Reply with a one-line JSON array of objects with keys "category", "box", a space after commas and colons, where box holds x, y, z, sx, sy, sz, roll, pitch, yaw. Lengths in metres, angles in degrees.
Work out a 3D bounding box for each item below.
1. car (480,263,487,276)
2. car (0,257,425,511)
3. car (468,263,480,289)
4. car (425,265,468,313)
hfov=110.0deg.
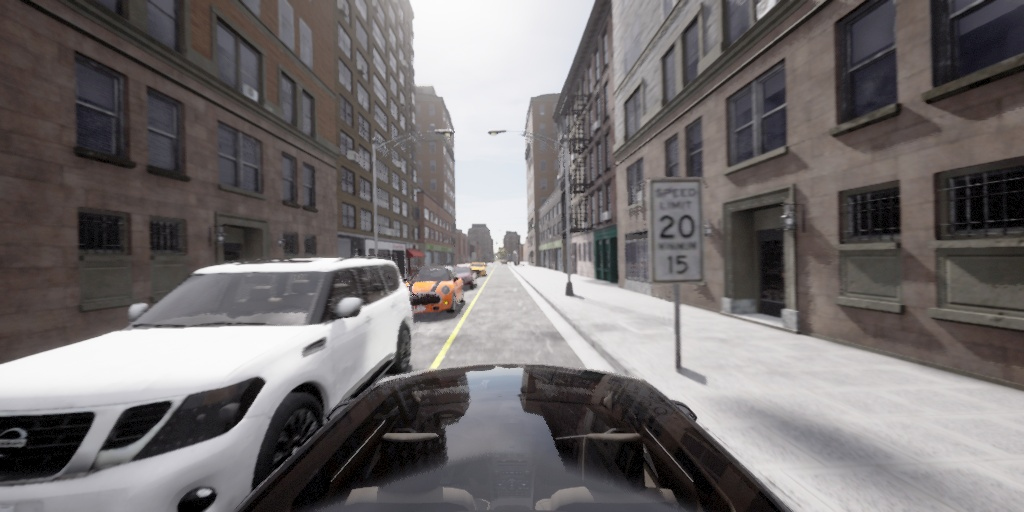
[{"category": "car", "box": [-3.828, 1.472, 39.749, 1.882, 1.535, 5.008, -1, 0, -2]}, {"category": "car", "box": [-2.865, 1.042, 4.649, 2.150, 2.045, 5.566, -1, 0, -2]}, {"category": "car", "box": [-3.456, 1.415, 24.606, 1.812, 1.442, 4.674, -1, 0, -2]}, {"category": "car", "box": [-3.154, 1.205, 14.371, 2.097, 1.767, 4.553, -1, 0, -2]}]
